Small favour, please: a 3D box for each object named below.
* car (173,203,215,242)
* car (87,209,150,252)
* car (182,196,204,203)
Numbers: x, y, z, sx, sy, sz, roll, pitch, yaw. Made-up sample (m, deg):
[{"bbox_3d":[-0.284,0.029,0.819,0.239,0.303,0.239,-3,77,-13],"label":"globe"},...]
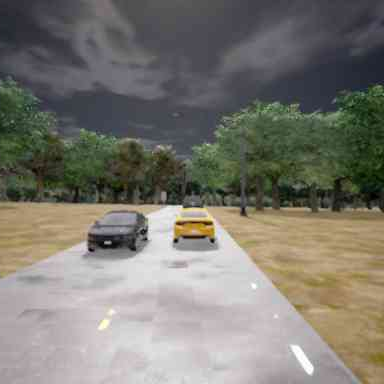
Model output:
[{"bbox_3d":[0.100,1.553,16.772,1.882,1.535,5.008,0,0,0],"label":"car"},{"bbox_3d":[-2.998,1.541,14.341,1.882,1.535,5.008,0,0,0],"label":"car"},{"bbox_3d":[0.101,1.447,37.047,2.150,2.045,5.566,0,-1,0],"label":"car"}]
